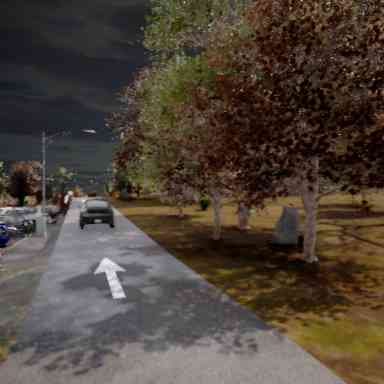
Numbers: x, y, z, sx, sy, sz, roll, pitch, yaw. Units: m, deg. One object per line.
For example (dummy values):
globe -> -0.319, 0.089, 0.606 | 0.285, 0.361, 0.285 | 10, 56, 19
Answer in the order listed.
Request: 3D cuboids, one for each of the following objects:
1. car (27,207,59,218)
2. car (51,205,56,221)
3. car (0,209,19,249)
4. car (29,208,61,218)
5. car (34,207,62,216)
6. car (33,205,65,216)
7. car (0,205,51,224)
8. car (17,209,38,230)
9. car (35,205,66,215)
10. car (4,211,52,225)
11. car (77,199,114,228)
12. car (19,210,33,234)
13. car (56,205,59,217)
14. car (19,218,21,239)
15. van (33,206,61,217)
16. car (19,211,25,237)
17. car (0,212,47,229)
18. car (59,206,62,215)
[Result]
car -> -25.880, 3.578, 57.820 | 4.553, 1.767, 2.185 | 1, -3, -39
car -> -19.025, 2.759, 37.833 | 5.566, 2.045, 2.435 | 1, -3, -39
car -> -11.268, 1.967, 14.956 | 5.566, 2.045, 2.435 | 1, -3, -39
car -> -26.807, 3.803, 60.690 | 4.892, 1.521, 2.231 | 1, -2, -39
car -> -28.726, 3.873, 66.429 | 4.553, 1.767, 2.185 | 1, -2, -39
car -> -29.741, 3.845, 69.253 | 5.566, 2.045, 2.435 | 1, -2, -39
car -> -17.128, 2.560, 32.073 | 5.566, 2.045, 2.435 | 1, -2, -39
car -> -15.146, 2.489, 26.389 | 4.553, 1.767, 2.185 | 1, -2, -39
car -> -30.685, 3.944, 72.163 | 5.566, 2.045, 2.435 | 1, -3, -39
car -> -20.035, 3.110, 40.670 | 4.892, 1.521, 2.231 | 1, -3, -39
car -> -5.731, 1.196, 19.860 | 1.837, 1.490, 4.892 | 0, 2, -18
car -> -14.168, 2.389, 23.526 | 4.553, 1.767, 2.185 | 1, -2, -39
car -> -21.020, 2.957, 43.518 | 5.566, 2.045, 2.435 | 1, -2, -39
car -> -12.246, 2.317, 17.786 | 4.892, 1.521, 2.231 | 1, -2, -39
van -> -27.698, 3.677, 63.633 | 4.442, 1.987, 1.878 | 1, -3, -39
car -> -13.249, 2.289, 20.631 | 4.553, 1.767, 2.185 | 1, -3, -39
car -> -18.101, 2.940, 34.925 | 4.792, 1.488, 2.163 | 1, -2, -39
car -> -22.911, 3.156, 49.275 | 5.566, 2.045, 2.435 | 1, -3, -39
